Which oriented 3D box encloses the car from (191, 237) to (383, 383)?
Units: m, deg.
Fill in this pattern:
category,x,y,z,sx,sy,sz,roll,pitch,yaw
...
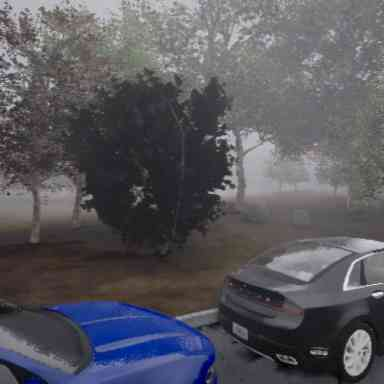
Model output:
category,x,y,z,sx,sy,sz,roll,pitch,yaw
car,2.705,1.495,5.382,4.892,1.521,2.231,1,0,-30
